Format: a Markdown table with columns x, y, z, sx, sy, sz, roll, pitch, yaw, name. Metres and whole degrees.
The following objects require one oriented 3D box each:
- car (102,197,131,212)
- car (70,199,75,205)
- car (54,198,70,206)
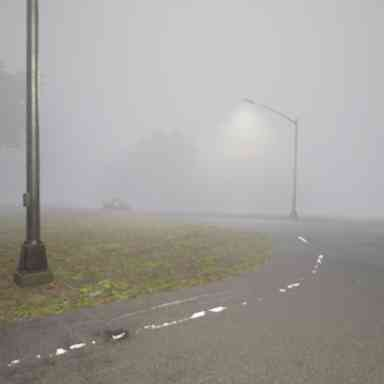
| x | y | z | sx | sy | sz | roll | pitch | yaw | name |
| --- | --- | --- | --- | --- | --- | --- | --- | --- | --- |
| -8.878 | 1.425 | 38.990 | 2.097 | 1.767 | 4.553 | 4 | -3 | -35 | car |
| -29.908 | 2.513 | 81.206 | 2.128 | 1.511 | 4.902 | 4 | -3 | -35 | car |
| -25.939 | 1.990 | 65.296 | 2.128 | 1.511 | 4.902 | 4 | -3 | -29 | car |
